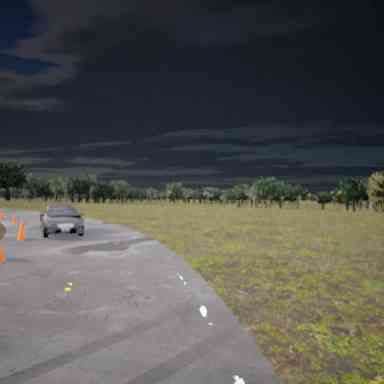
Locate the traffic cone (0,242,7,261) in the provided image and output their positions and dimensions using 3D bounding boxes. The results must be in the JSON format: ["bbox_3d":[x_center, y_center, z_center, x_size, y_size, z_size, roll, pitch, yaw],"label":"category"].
[{"bbox_3d":[-6.192,1.917,10.745,0.340,0.580,0.340,0,0,-17],"label":"traffic cone"}]

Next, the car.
[{"bbox_3d":[-6.766,1.443,17.238,2.128,1.511,4.902,0,0,-26],"label":"car"}]

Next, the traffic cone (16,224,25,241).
[{"bbox_3d":[-7.811,1.904,15.185,0.340,0.580,0.340,0,0,-23],"label":"traffic cone"}]

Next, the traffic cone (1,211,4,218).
[{"bbox_3d":[-15.427,1.851,27.073,0.340,0.580,0.340,1,0,-42],"label":"traffic cone"}]

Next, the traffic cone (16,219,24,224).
[{"bbox_3d":[-9.907,1.889,19.420,0.340,0.580,0.340,0,0,-29],"label":"traffic cone"}]

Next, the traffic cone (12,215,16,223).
[{"bbox_3d":[-12.457,1.872,23.398,0.340,0.580,0.340,0,0,-36],"label":"traffic cone"}]
